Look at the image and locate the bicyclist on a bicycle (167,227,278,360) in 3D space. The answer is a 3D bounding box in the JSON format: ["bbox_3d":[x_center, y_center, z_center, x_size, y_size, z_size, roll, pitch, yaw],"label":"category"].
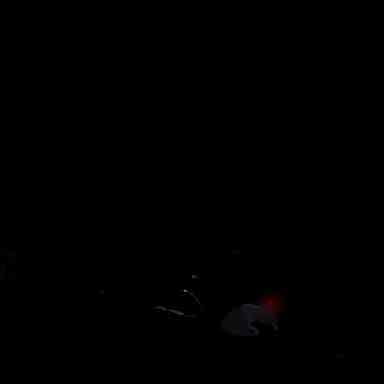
[{"bbox_3d":[0.338,1.377,4.810,1.843,1.776,0.659,0,0,36],"label":"bicyclist on a bicycle"}]
